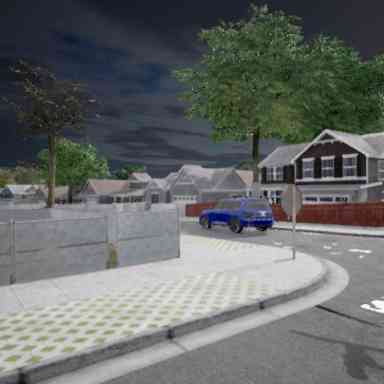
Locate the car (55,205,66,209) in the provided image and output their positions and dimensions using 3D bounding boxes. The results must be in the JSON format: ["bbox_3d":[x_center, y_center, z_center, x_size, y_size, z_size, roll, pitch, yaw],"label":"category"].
[{"bbox_3d":[-19.009,2.623,46.586,2.128,1.511,4.902,0,-2,-39],"label":"car"}]

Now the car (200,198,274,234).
[{"bbox_3d":[2.632,1.432,20.789,2.150,2.045,5.566,0,-2,-29],"label":"car"}]
